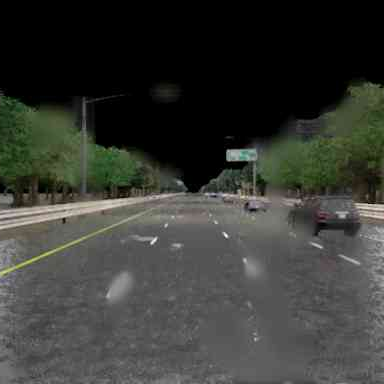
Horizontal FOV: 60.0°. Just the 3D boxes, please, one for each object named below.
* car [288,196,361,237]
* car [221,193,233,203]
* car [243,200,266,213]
[{"bbox_3d":[7.008,1.223,18.169,2.150,2.045,5.566,0,0,0],"label":"car"},{"bbox_3d":[7.212,1.513,68.367,2.033,1.411,5.357,0,0,0],"label":"car"},{"bbox_3d":[7.057,1.564,37.712,1.994,1.385,4.181,0,0,0],"label":"car"}]
